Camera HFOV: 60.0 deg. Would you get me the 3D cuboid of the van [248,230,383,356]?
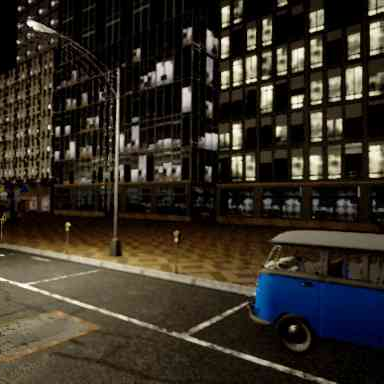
[{"bbox_3d":[2.848,1.525,4.834,3.998,1.788,1.690,-1,-2,37],"label":"van"}]
